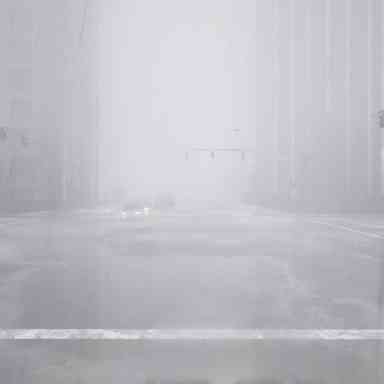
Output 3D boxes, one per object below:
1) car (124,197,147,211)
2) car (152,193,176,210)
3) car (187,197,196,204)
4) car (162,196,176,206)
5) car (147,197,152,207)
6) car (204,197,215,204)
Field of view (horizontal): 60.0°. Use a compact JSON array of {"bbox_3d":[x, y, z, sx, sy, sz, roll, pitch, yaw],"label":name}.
[{"bbox_3d":[-7.151,1.478,41.209,1.882,1.535,5.008,0,0,0],"label":"car"},{"bbox_3d":[-3.655,1.221,44.304,2.150,2.045,5.566,0,0,0],"label":"car"},{"bbox_3d":[-0.083,1.601,65.498,1.895,1.301,4.718,0,0,0],"label":"car"},{"bbox_3d":[-3.649,1.478,54.300,1.882,1.535,5.008,0,0,0],"label":"car"},{"bbox_3d":[-7.152,1.491,50.696,2.128,1.511,4.902,0,0,0],"label":"car"},{"bbox_3d":[3.417,1.601,64.963,1.895,1.301,4.718,0,0,0],"label":"car"}]
